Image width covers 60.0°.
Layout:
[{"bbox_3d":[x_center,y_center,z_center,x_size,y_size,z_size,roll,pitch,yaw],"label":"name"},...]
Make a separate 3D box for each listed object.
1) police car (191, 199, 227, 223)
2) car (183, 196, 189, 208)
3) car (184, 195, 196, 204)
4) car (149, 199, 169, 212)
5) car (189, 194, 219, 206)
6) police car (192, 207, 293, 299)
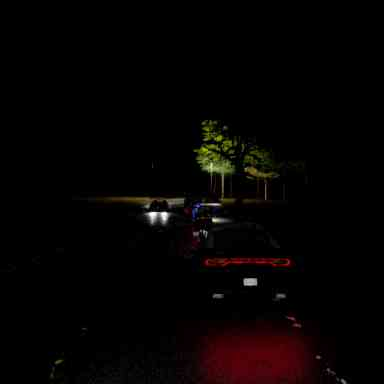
[{"bbox_3d":[1.043,1.404,18.608,1.930,1.638,5.238,0,0,0],"label":"police car"},{"bbox_3d":[-0.135,1.359,45.202,2.128,1.511,4.902,0,0,0],"label":"car"},{"bbox_3d":[-0.317,1.343,59.611,2.033,1.411,5.357,0,0,-1],"label":"car"},{"bbox_3d":[-3.601,1.473,36.786,1.994,1.385,4.181,0,0,0],"label":"car"},{"bbox_3d":[1.024,1.185,24.531,2.150,2.045,5.566,0,0,0],"label":"car"},{"bbox_3d":[1.056,1.422,8.602,1.930,1.638,5.238,0,0,0],"label":"police car"}]
